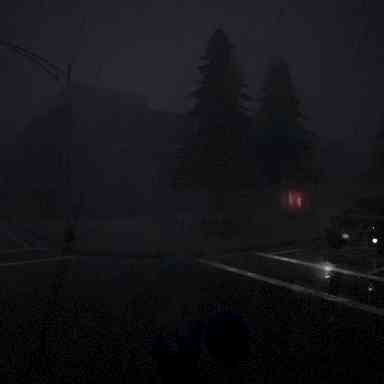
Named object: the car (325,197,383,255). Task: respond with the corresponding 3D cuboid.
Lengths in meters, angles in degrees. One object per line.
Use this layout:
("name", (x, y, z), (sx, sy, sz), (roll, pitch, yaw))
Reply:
("car", (7.795, 1.248, 13.692), (5.566, 2.045, 2.150), (0, 0, -36))
